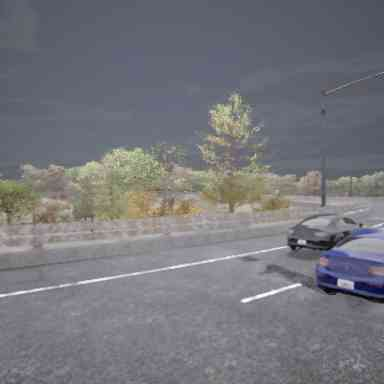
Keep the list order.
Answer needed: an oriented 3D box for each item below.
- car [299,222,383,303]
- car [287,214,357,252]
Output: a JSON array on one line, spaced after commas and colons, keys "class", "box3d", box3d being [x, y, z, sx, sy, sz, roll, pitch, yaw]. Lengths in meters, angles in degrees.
[{"class": "car", "box3d": [4.629, 1.556, 7.688, 4.674, 1.442, 1.812, 0, 0, -40]}, {"class": "car", "box3d": [5.525, 1.578, 13.114, 4.674, 1.442, 1.812, 0, 0, -42]}]
